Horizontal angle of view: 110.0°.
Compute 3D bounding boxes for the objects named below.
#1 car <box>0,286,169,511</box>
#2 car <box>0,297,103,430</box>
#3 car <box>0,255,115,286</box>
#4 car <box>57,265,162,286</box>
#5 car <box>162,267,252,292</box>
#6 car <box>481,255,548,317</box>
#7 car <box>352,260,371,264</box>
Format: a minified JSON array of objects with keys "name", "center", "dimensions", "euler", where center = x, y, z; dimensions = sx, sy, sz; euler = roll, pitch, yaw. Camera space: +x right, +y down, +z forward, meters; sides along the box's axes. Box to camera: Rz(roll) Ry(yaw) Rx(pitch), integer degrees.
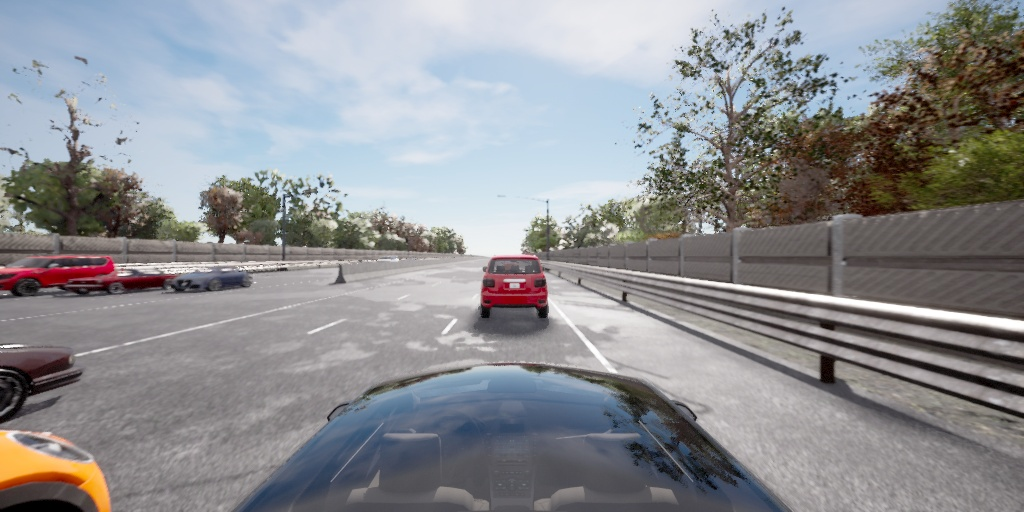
[{"name":"car","center":[-3.407,1.102,0.175],"dimensions":[2.097,1.767,4.553],"euler":[0,0,0]},{"name":"car","center":[-6.903,1.299,2.481],"dimensions":[2.033,1.411,5.357],"euler":[0,0,0]},{"name":"car","center":[-24.659,0.979,19.214],"dimensions":[2.150,2.045,5.566],"euler":[0,0,-1]},{"name":"car","center":[-21.166,1.359,19.883],"dimensions":[1.895,1.301,4.718],"euler":[0,0,-1]},{"name":"car","center":[-17.680,1.322,21.324],"dimensions":[1.994,1.385,4.181],"euler":[0,0,-1]},{"name":"car","center":[0.065,0.975,13.329],"dimensions":[2.150,2.045,5.566],"euler":[0,0,0]},{"name":"car","center":[-24.996,1.369,60.151],"dimensions":[1.895,1.301,4.718],"euler":[0,0,0]}]
